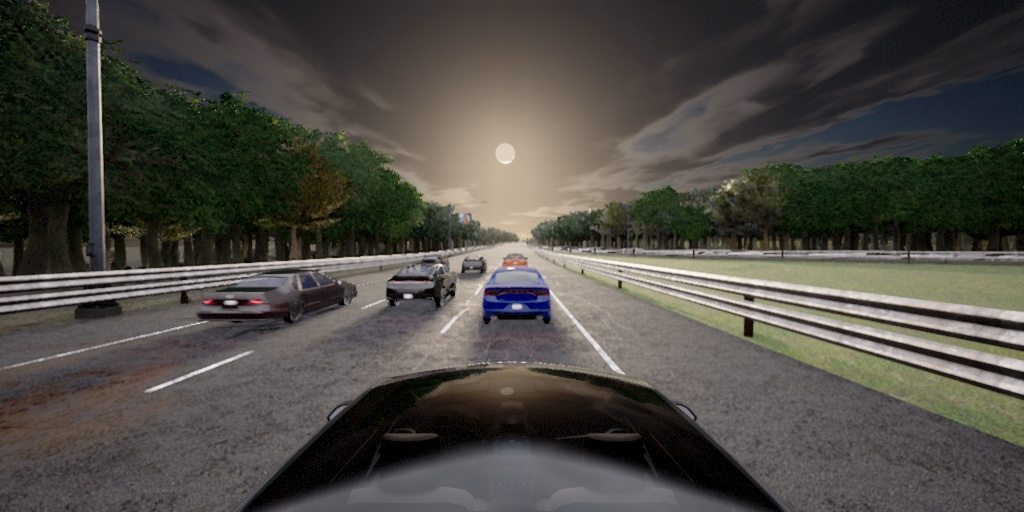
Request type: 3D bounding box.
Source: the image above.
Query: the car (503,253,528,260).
[{"bbox_3d":[0.279,0.540,30.948,2.097,1.767,4.553,0,1,0],"label":"car"}]

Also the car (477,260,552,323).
[{"bbox_3d":[0.143,1.065,11.492,1.882,1.535,5.008,0,1,0],"label":"car"}]

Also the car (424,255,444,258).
[{"bbox_3d":[-6.718,0.686,31.370,1.837,1.490,4.892,0,1,0],"label":"car"}]

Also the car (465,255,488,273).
[{"bbox_3d":[-3.219,0.675,31.196,2.128,1.511,4.902,0,1,0],"label":"car"}]

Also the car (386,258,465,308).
[{"bbox_3d":[-3.335,1.032,13.998,2.128,1.511,4.902,0,1,0],"label":"car"}]

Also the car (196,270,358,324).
[{"bbox_3d":[-6.857,1.142,11.286,2.033,1.411,5.357,0,1,1],"label":"car"}]
